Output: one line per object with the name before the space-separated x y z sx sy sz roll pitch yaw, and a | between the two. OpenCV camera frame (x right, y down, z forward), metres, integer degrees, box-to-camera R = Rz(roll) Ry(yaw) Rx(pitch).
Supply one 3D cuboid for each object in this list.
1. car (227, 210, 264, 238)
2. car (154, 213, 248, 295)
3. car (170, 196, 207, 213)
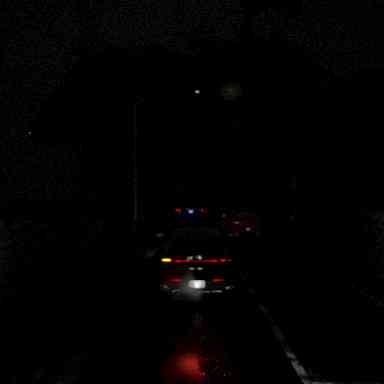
car | 2.589 1.584 17.544 1.887 1.381 4.507 -1 0 0
car | 0.085 1.523 8.784 1.837 1.490 4.892 0 0 0
car | -0.246 1.272 22.662 2.150 2.045 5.566 0 0 -4
